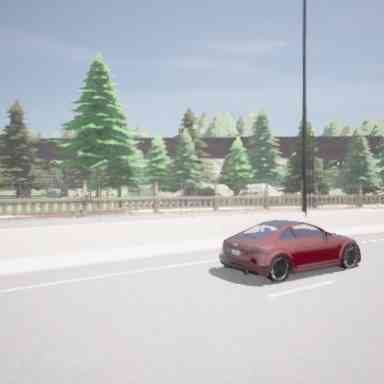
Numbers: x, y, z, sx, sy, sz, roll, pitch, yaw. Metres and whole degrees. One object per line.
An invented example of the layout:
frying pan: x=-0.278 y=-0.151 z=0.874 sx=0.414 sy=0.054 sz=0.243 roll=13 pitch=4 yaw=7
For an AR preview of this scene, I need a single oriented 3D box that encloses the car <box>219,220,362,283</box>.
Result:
car: x=2.840 y=1.484 z=9.438 sx=4.181 sy=1.385 sz=1.994 roll=0 pitch=0 yaw=-30
